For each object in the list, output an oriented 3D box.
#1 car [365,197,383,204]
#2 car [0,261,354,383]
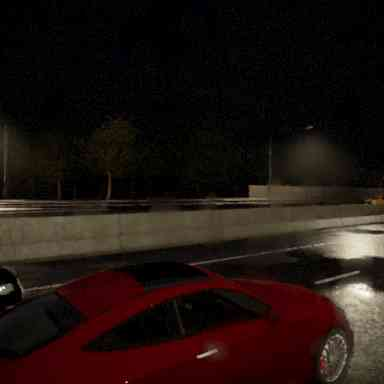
[{"bbox_3d":[31.151,1.543,56.194,5.008,1.535,1.882,0,0,-35],"label":"car"},{"bbox_3d":[-0.155,1.525,3.636,4.674,1.442,1.812,0,0,-35],"label":"car"}]
